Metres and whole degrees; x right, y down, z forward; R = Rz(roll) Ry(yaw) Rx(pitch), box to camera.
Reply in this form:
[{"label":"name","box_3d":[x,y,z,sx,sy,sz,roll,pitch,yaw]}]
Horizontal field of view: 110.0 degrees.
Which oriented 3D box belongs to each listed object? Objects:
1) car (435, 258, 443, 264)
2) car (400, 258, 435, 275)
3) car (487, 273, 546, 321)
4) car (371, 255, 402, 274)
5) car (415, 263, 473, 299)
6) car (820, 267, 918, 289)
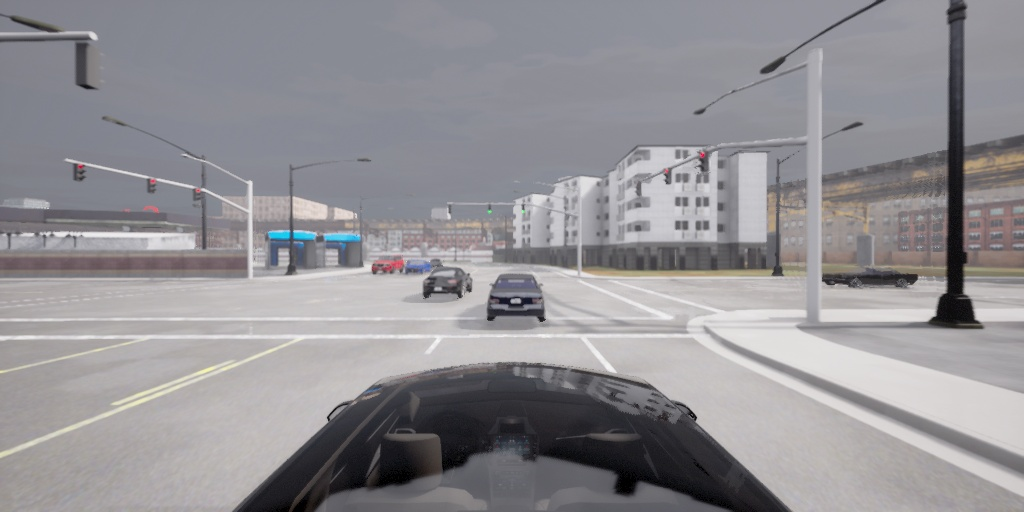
[{"label":"car","box_3d":[-10.623,1.103,50.103,1.837,1.490,4.892,0,1,-10]},{"label":"car","box_3d":[-9.983,1.146,38.348,1.882,1.535,5.008,0,0,-1]},{"label":"car","box_3d":[0.152,1.309,12.605,2.033,1.411,5.357,0,0,1]},{"label":"car","box_3d":[-13.461,0.888,39.275,2.150,2.045,5.566,0,0,0]},{"label":"car","box_3d":[-3.135,1.271,18.011,1.812,1.442,4.674,0,0,3]},{"label":"car","box_3d":[22.406,1.336,22.707,4.718,1.301,1.895,0,0,-1]}]
